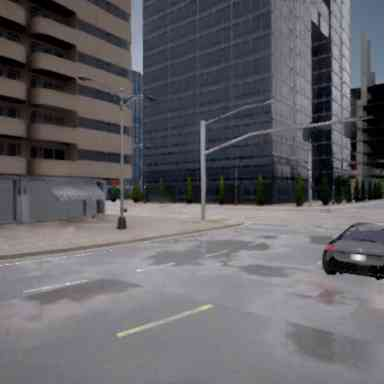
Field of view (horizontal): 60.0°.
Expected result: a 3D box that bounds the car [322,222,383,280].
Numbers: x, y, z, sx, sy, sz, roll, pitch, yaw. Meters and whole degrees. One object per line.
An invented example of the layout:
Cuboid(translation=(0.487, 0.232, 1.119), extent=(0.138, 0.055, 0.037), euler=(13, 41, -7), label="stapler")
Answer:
Cuboid(translation=(5.346, 1.557, 9.591), extent=(1.994, 1.385, 4.181), euler=(0, 0, 41), label="car")
